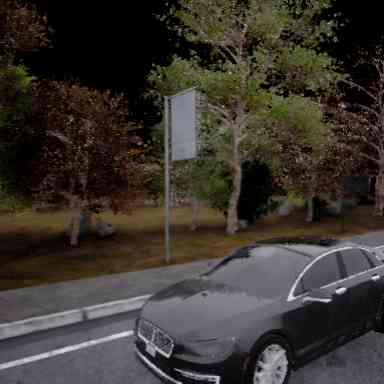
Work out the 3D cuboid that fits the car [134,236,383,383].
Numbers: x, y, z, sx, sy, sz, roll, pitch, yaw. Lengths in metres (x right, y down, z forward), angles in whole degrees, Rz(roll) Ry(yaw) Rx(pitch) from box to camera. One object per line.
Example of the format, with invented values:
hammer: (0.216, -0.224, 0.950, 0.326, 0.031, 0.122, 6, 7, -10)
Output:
car: (1.501, 1.509, 5.136, 4.892, 1.490, 1.837, 0, 0, -36)
